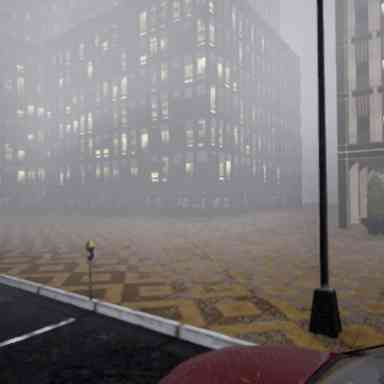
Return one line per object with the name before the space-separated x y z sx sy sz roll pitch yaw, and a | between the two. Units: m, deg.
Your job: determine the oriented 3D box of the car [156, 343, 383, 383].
car | 1.525 1.579 1.771 4.206 1.307 1.802 -1 -1 36
